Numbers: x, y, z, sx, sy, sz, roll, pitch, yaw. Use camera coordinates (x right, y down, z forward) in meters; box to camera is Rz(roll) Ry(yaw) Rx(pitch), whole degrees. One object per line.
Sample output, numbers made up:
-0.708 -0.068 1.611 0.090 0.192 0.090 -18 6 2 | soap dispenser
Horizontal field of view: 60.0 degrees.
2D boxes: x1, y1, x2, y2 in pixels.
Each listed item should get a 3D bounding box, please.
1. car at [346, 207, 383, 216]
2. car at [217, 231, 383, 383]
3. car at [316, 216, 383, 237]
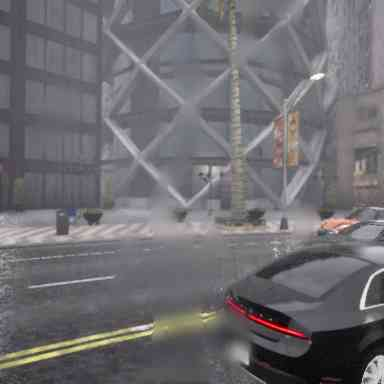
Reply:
7.562 1.427 13.917 4.553 1.767 2.097 1 0 -12 | car
2.694 1.532 4.763 4.892 1.490 1.837 0 0 -27 | car
5.497 1.579 9.824 4.674 1.442 1.812 1 0 -16 | car
